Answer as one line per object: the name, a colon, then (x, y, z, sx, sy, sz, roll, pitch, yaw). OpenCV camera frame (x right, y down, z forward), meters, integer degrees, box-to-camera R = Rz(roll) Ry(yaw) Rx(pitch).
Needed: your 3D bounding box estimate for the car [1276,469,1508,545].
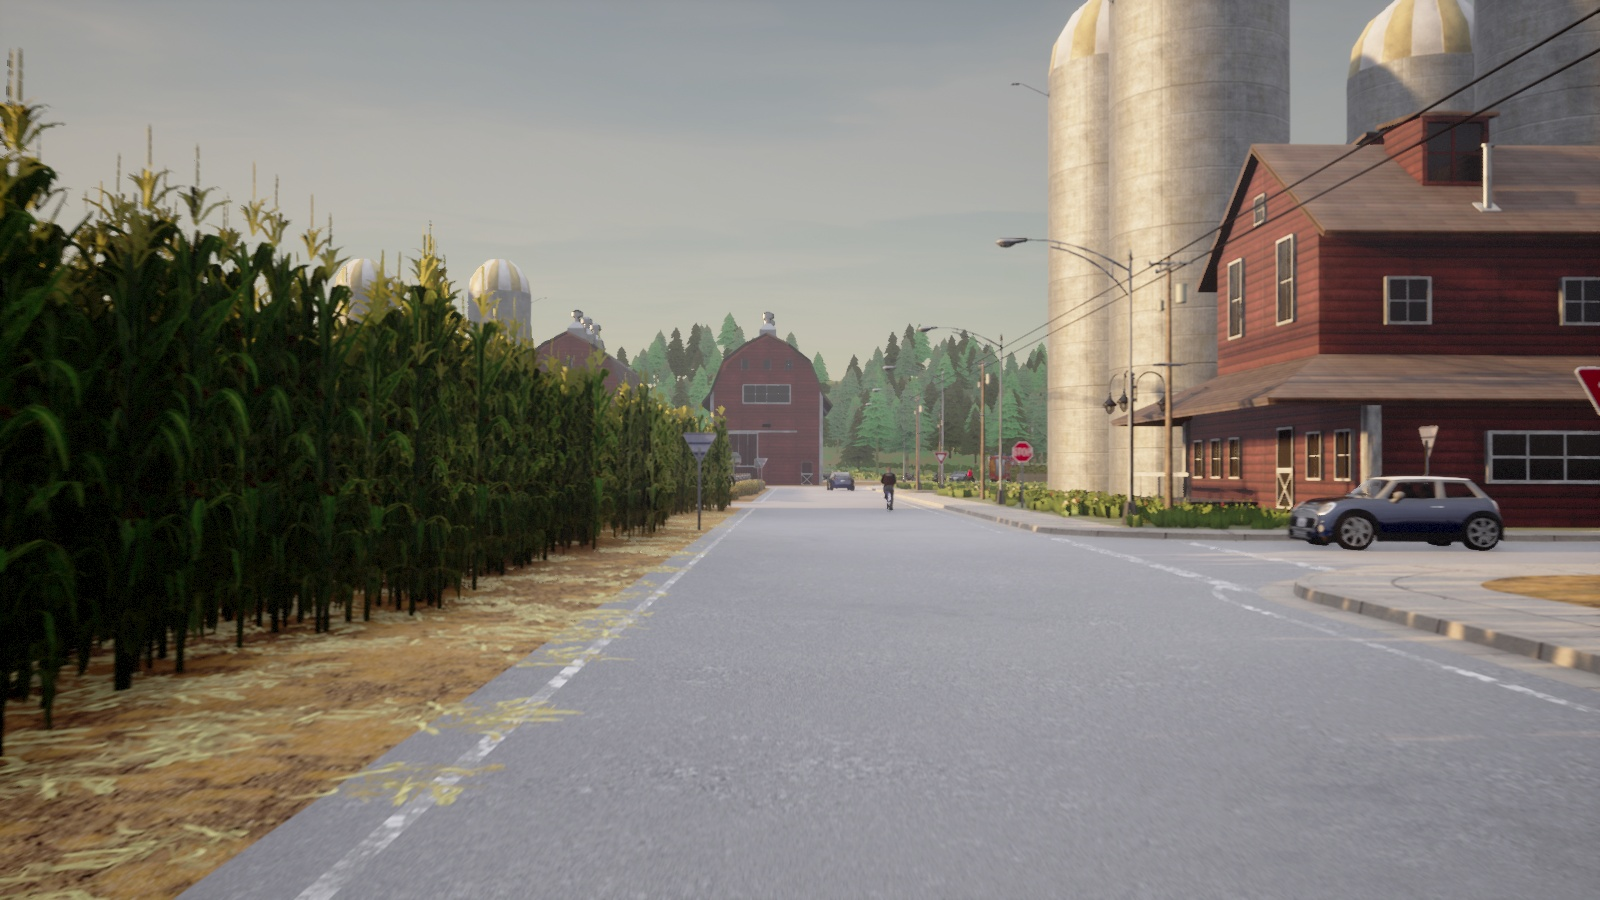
car: (12.044, 1.136, 25.730, 3.806, 1.475, 1.970, 0, -1, 0)
